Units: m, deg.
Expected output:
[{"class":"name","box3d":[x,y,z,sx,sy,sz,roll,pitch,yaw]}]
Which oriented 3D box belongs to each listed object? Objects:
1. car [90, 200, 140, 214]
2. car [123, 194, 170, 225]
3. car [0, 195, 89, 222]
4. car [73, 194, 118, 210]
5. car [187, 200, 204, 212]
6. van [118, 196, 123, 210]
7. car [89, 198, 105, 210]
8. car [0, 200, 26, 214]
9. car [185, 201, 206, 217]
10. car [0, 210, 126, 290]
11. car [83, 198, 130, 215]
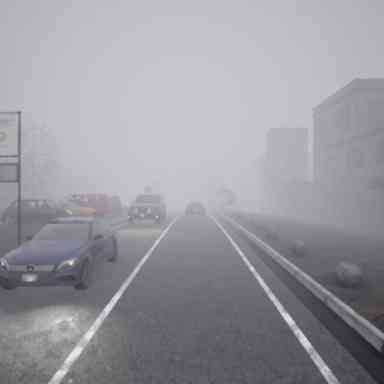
[{"class":"car","box3d":[-8.996,1.729,39.004,5.366,1.575,1.946,0,-2,0]},{"class":"car","box3d":[-3.109,1.188,23.953,2.150,2.045,5.566,0,-1,1]},{"class":"car","box3d":[-9.275,1.223,20.912,4.553,1.767,2.185,0,-1,0]},{"class":"car","box3d":[-9.267,1.190,26.867,5.566,2.045,2.435,0,-1,0]},{"class":"car","box3d":[0.486,1.946,45.477,2.128,1.511,4.902,0,-3,1]},{"class":"van","box3d":[-9.329,1.348,33.058,4.442,1.987,1.878,0,-1,0]},{"class":"car","box3d":[-9.246,1.395,23.946,5.008,1.535,2.097,0,-1,0]},{"class":"car","box3d":[-21.645,1.649,36.927,5.366,1.575,1.946,0,-2,0]},{"class":"car","box3d":[0.323,1.673,32.596,1.994,1.385,4.181,0,-1,1]},{"class":"car","box3d":[-3.269,1.455,9.051,1.812,1.442,4.674,0,1,0]},{"class":"car","box3d":[-9.227,1.523,36.092,4.553,1.767,2.185,0,-2,0]}]
